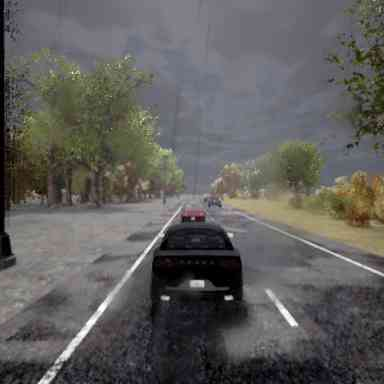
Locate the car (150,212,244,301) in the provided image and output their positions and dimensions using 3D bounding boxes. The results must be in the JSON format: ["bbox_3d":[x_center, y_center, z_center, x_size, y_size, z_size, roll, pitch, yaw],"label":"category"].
[{"bbox_3d":[0.094,1.503,8.451,1.882,1.535,5.008,0,0,0],"label":"car"}]

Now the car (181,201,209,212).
[{"bbox_3d":[0.092,1.681,26.811,1.895,1.301,4.718,0,0,0],"label":"car"}]

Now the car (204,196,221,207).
[{"bbox_3d":[3.585,1.516,54.417,2.097,1.767,4.553,0,0,0],"label":"car"}]
